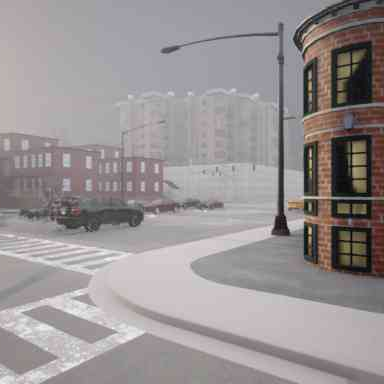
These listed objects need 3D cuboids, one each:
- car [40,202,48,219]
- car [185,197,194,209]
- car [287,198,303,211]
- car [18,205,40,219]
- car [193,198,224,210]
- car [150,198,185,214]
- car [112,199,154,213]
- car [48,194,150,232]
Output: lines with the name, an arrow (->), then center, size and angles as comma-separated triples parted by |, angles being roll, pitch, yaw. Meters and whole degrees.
car -> -9.131, 1.221, 27.524 | 2.150, 2.045, 5.566 | 0, 0, 36
car -> -0.706, 1.492, 45.289 | 2.128, 1.511, 4.902 | 0, 0, 36
car -> 13.160, 1.478, 40.312 | 1.882, 1.535, 5.008 | 0, 0, 36
car -> -12.212, 1.547, 29.235 | 2.033, 1.411, 5.357 | 0, 0, 36
car -> 2.514, 1.564, 43.776 | 1.994, 1.385, 4.181 | 0, 0, 35
car -> -3.337, 1.478, 35.624 | 1.882, 1.535, 5.008 | 0, 0, 36
car -> -6.483, 1.526, 37.227 | 1.812, 1.442, 4.674 | 0, 0, 35
car -> -5.444, 1.221, 20.315 | 2.150, 2.045, 5.566 | 0, 0, 36
